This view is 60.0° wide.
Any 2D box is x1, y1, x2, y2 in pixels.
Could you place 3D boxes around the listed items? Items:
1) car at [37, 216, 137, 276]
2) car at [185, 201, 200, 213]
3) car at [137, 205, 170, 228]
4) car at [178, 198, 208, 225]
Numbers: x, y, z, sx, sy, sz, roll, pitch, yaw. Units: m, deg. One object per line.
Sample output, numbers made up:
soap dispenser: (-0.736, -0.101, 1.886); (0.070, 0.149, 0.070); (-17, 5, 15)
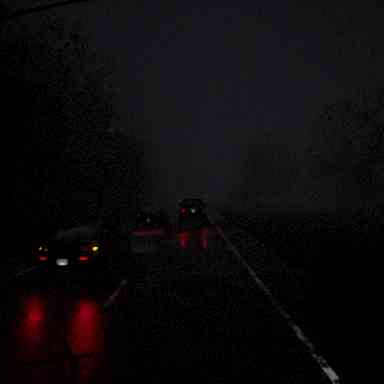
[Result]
car: (-3.201, 1.632, 10.638); (1.812, 1.442, 4.674); (0, -1, 1)
car: (0.056, 1.951, 43.255); (1.812, 1.442, 4.674); (0, -1, 0)
car: (-2.747, 1.715, 24.168); (1.882, 1.535, 5.008); (0, 0, 2)
car: (0.087, 1.484, 26.538); (2.150, 2.045, 5.566); (0, 0, 0)
